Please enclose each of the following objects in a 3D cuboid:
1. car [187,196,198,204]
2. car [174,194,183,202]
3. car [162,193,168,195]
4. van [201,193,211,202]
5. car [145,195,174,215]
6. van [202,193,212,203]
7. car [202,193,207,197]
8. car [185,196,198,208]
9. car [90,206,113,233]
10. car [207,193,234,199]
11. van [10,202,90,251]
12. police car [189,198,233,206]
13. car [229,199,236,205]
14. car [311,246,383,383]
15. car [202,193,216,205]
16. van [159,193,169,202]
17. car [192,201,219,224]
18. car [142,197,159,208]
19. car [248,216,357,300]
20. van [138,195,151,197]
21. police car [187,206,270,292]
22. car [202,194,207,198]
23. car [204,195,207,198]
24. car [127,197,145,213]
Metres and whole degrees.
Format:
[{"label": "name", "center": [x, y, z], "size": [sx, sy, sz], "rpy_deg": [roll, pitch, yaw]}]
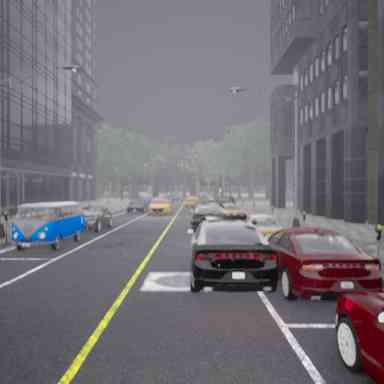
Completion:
[{"label": "car", "center": [0.071, 1.410, 60.656], "size": [1.994, 1.385, 4.181], "rpy_deg": [0, 0, 0]}, {"label": "car", "center": [-2.919, 1.181, 68.396], "size": [2.097, 1.767, 4.553], "rpy_deg": [0, 0, 0]}, {"label": "car", "center": [-5.697, 1.380, 56.943], "size": [1.752, 1.417, 4.829], "rpy_deg": [0, 0, 0]}, {"label": "van", "center": [2.841, 1.172, 67.977], "size": [1.690, 1.788, 3.998], "rpy_deg": [0, 0, 0]}, {"label": "car", "center": [-3.064, 1.390, 32.295], "size": [1.882, 1.535, 5.008], "rpy_deg": [0, 0, 0]}, {"label": "van", "center": [2.835, 1.183, 62.540], "size": [1.690, 1.788, 3.998], "rpy_deg": [0, 0, 0]}, {"label": "car", "center": [2.822, 1.306, 51.665], "size": [1.967, 1.590, 4.097], "rpy_deg": [0, 0, 0]}, {"label": "car", "center": [0.066, 1.355, 46.737], "size": [1.882, 1.535, 5.008], "rpy_deg": [0, 0, 1]}, {"label": "car", "center": [-5.742, 1.498, 19.050], "size": [2.008, 1.369, 4.403], "rpy_deg": [0, 0, 0]}, {"label": "car", "center": [2.796, 1.234, 29.914], "size": [2.192, 1.841, 5.009], "rpy_deg": [0, 0, 0]}, {"label": "van", "center": [-5.749, 1.303, 13.612], "size": [1.690, 1.788, 3.998], "rpy_deg": [0, 0, 0]}, {"label": "police car", "center": [0.921, 1.373, 18.981], "size": [1.930, 1.638, 5.238], "rpy_deg": [0, 0, 0]}, {"label": "car", "center": [2.790, 1.457, 24.647], "size": [1.752, 1.417, 4.829], "rpy_deg": [0, 0, 0]}, {"label": "car", "center": [2.763, 1.536, 2.727], "size": [1.887, 1.381, 4.507], "rpy_deg": [0, 0, 0]}, {"label": "car", "center": [2.828, 1.169, 57.102], "size": [2.192, 1.841, 5.009], "rpy_deg": [0, 0, 0]}, {"label": "van", "center": [-5.684, 1.172, 67.988], "size": [1.690, 1.788, 3.998], "rpy_deg": [0, 0, 0]}, {"label": "car", "center": [0.928, 1.458, 24.871], "size": [1.812, 1.442, 4.674], "rpy_deg": [0, 0, 0]}, {"label": "car", "center": [-5.710, 1.405, 46.068], "size": [1.752, 1.417, 4.829], "rpy_deg": [0, 0, 0]}, {"label": "car", "center": [2.770, 1.521, 8.165], "size": [1.887, 1.381, 4.507], "rpy_deg": [0, 0, 0]}, {"label": "van", "center": [-5.717, 1.233, 40.800], "size": [1.690, 1.788, 3.998], "rpy_deg": [0, 0, 0]}, {"label": "police car", "center": [0.898, 1.400, 8.980], "size": [1.930, 1.638, 5.238], "rpy_deg": [0, 0, 0]}, {"label": "car", "center": [2.815, 1.423, 46.228], "size": [1.887, 1.381, 4.507], "rpy_deg": [0, 0, 0]}, {"label": "car", "center": [2.809, 1.417, 40.960], "size": [1.752, 1.417, 4.829], "rpy_deg": [0, 0, 0]}, {"label": "car", "center": [-5.723, 1.471, 35.363], "size": [1.947, 1.339, 4.313], "rpy_deg": [0, 0, 0]}]
